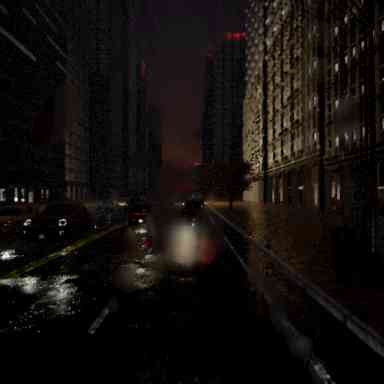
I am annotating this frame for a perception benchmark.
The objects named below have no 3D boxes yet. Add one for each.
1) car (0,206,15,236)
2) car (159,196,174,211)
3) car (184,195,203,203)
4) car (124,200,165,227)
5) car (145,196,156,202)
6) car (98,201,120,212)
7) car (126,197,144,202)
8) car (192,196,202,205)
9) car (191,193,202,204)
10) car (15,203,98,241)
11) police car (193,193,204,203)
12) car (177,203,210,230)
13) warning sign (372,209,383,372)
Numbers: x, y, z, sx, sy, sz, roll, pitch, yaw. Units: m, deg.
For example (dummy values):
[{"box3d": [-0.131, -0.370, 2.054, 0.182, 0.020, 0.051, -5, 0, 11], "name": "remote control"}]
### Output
[{"box3d": [-9.850, 1.499, 18.630, 1.882, 1.535, 5.008, 0, 0, 0], "name": "car"}, {"box3d": [-3.189, 1.592, 40.451, 2.033, 1.411, 5.357, 0, 0, 0], "name": "car"}, {"box3d": [0.064, 1.522, 40.987, 1.882, 1.535, 5.008, 0, 0, 1], "name": "car"}, {"box3d": [-3.151, 1.529, 22.866, 1.837, 1.490, 4.892, 0, 0, 0], "name": "car"}, {"box3d": [-9.754, 1.601, 77.731, 1.994, 1.385, 4.181, 0, 0, 0], "name": "car"}, {"box3d": [-9.752, 1.675, 38.647, 1.895, 1.301, 4.718, 0, 0, 0], "name": "car"}, {"box3d": [-6.502, 1.396, 38.701, 2.097, 1.767, 4.553, 0, 0, 0], "name": "car"}, {"box3d": [0.971, 1.524, 63.642, 1.801, 1.575, 5.366, 0, 0, 0], "name": "car"}, {"box3d": [0.971, 1.300, 69.484, 2.150, 2.045, 5.566, 0, 0, 0], "name": "car"}, {"box3d": [-6.599, 1.371, 16.827, 2.097, 1.767, 4.553, 0, 0, 0], "name": "car"}, {"box3d": [0.972, 1.483, 53.560, 1.930, 1.638, 5.238, 0, 0, 0], "name": "police car"}, {"box3d": [0.100, 1.623, 21.117, 1.895, 1.301, 4.718, 0, 0, 0], "name": "car"}, {"box3d": [2.834, 1.119, 3.462, 1.300, 1.860, 1.060, -1, -1, 0], "name": "warning sign"}]
